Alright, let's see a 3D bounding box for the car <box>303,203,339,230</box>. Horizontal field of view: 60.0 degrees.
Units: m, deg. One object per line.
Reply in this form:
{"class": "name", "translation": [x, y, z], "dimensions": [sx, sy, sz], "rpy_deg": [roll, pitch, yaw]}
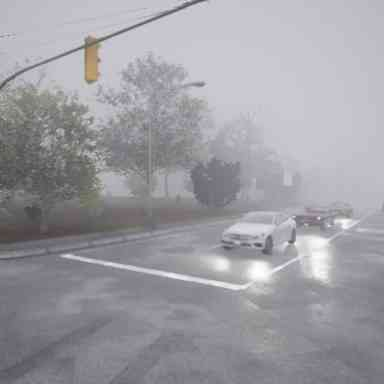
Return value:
{"class": "car", "translation": [7.857, 1.599, 21.354], "dimensions": [1.895, 1.301, 4.718], "rpy_deg": [0, 0, 33]}

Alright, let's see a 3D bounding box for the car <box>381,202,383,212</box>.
{"class": "car", "translation": [24.005, 1.591, 40.058], "dimensions": [1.837, 1.490, 4.892], "rpy_deg": [0, 0, 32]}

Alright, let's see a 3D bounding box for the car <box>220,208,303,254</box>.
{"class": "car", "translation": [2.915, 1.522, 13.761], "dimensions": [1.812, 1.442, 4.674], "rpy_deg": [0, 0, 34]}

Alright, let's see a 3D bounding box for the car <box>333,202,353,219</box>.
{"class": "car", "translation": [13.171, 1.581, 29.763], "dimensions": [1.994, 1.385, 4.181], "rpy_deg": [0, 0, 31]}
